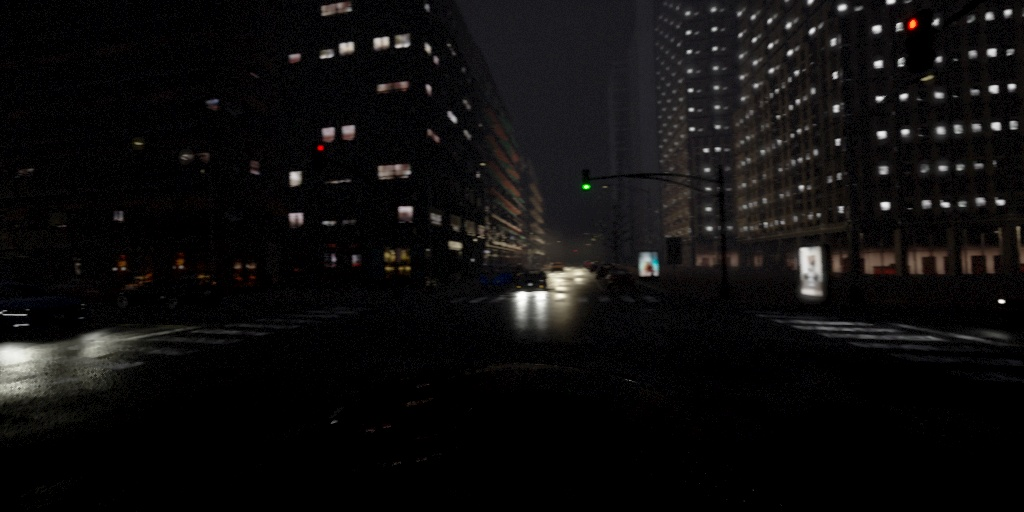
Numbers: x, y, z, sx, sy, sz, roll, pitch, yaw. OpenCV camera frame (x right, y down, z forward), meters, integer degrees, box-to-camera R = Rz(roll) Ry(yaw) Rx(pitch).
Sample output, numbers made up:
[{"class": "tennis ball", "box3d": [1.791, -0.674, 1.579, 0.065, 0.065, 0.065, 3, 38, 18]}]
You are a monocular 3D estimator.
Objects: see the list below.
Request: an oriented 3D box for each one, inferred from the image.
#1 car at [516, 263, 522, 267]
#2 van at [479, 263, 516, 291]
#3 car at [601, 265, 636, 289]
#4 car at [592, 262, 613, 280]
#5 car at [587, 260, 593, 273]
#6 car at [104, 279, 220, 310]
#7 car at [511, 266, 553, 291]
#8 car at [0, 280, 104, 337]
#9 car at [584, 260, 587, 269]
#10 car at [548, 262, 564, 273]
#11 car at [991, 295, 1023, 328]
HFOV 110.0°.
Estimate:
[{"class": "car", "box3d": [-0.083, 1.493, 30.847, 2.192, 1.841, 5.009, 0, 0, 10]}, {"class": "van", "box3d": [-1.059, 1.465, 25.406, 1.690, 1.789, 3.998, 0, 0, 10]}, {"class": "car", "box3d": [7.188, 1.466, 23.928, 1.802, 1.307, 4.207, 0, 0, 10]}, {"class": "car", "box3d": [9.140, 1.433, 34.809, 1.967, 1.591, 4.097, 0, 0, 10]}, {"class": "car", "box3d": [12.068, 1.599, 51.130, 1.967, 1.591, 4.097, 0, 0, 10]}, {"class": "car", "box3d": [-15.931, 1.739, 16.721, 4.313, 1.339, 1.948, 0, 0, 10]}, {"class": "car", "box3d": [1.480, 1.610, 24.445, 1.994, 1.385, 4.181, -2, -1, 10]}, {"class": "car", "box3d": [-15.635, 1.530, 10.811, 5.008, 1.535, 1.882, -1, -1, 9]}, {"class": "car", "box3d": [14.021, 1.824, 62.011, 2.007, 1.370, 4.403, 0, 0, 10]}, {"class": "car", "box3d": [7.049, 1.771, 55.507, 1.882, 1.535, 5.008, -2, -1, 10]}, {"class": "car", "box3d": [15.358, 1.275, 8.728, 4.718, 1.301, 1.895, -1, -1, 10]}]
